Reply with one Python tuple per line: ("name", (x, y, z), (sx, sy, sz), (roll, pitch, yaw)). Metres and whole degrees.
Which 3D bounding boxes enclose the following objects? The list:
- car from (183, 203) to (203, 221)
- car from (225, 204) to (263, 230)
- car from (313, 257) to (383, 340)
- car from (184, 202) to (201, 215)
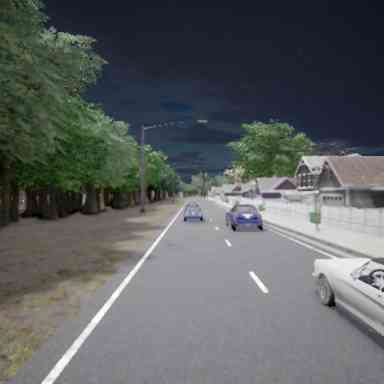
("car", (0.108, 1.937, 31.142), (2.033, 1.411, 5.357), (0, -1, 0))
("car", (3.608, 1.664, 23.722), (2.097, 1.767, 4.553), (0, -1, 0))
("car", (3.601, 1.679, 5.304), (1.895, 1.301, 4.718), (0, -1, 0))
("car", (0.087, 2.053, 42.477), (1.994, 1.385, 4.181), (0, 0, 0))
